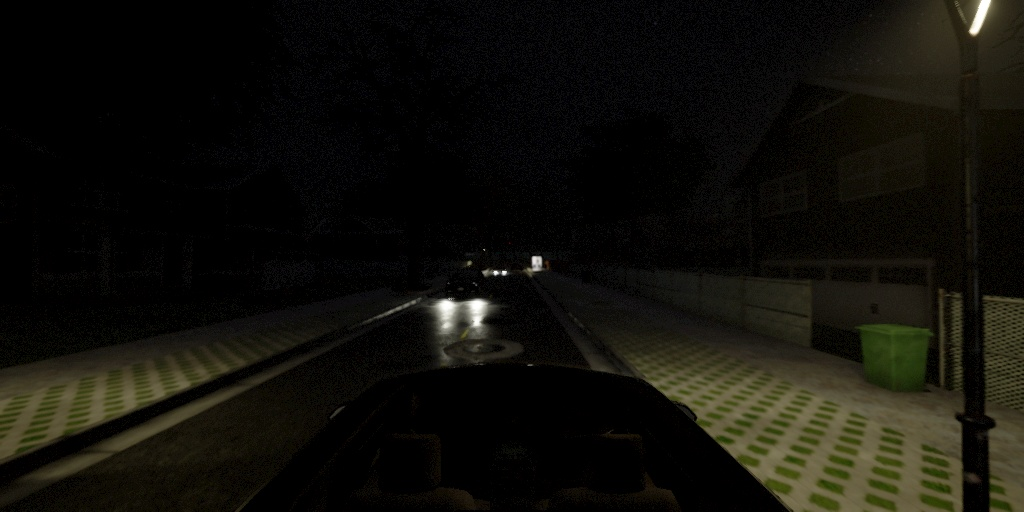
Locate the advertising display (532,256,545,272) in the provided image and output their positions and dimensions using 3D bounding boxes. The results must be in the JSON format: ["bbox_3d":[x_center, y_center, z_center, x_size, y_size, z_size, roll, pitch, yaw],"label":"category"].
[{"bbox_3d":[3.646,1.233,51.670,1.540,2.440,0.280,0,0,1],"label":"advertising display"}]

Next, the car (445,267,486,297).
[{"bbox_3d":[-2.597,1.439,20.903,1.882,1.535,5.008,0,-1,1],"label":"car"}]

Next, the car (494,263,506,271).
[{"bbox_3d":[-2.026,1.906,62.564,1.895,1.301,4.718,0,0,1],"label":"car"}]

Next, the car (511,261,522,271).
[{"bbox_3d":[0.748,1.685,60.878,1.882,1.535,5.008,0,0,1],"label":"car"}]
